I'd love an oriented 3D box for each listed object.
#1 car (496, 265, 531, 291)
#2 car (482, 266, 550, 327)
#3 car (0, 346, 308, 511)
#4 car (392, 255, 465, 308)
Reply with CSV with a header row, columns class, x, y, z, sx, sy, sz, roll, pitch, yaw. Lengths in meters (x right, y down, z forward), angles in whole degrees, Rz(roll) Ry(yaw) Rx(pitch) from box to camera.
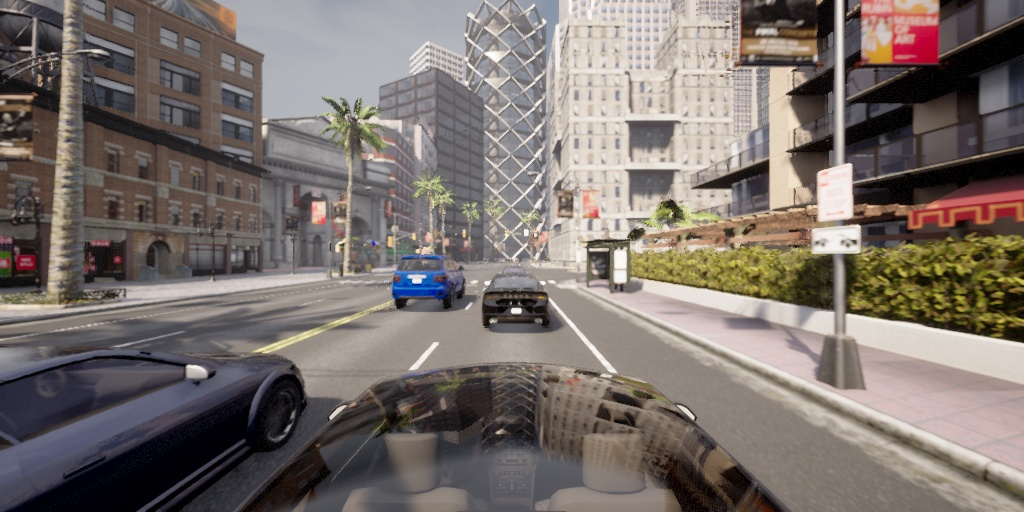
class,x,y,z,sx,sy,sz,roll,pitch,yaw
car,0.146,1.346,23.497,2.033,1.411,5.357,0,0,1
car,0.107,1.250,11.614,1.882,1.535,5.008,0,0,0
car,-3.374,1.315,2.487,1.994,1.385,4.181,0,0,0
car,-3.394,1.000,15.476,2.150,2.045,5.566,0,0,0
